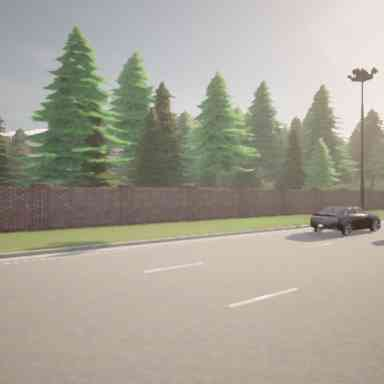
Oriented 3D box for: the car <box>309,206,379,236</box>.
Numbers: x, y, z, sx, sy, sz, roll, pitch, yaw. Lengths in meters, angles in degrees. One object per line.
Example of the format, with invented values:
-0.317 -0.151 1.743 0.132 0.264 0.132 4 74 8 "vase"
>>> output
8.563 1.511 18.457 4.902 1.511 2.128 0 0 -35 "car"
